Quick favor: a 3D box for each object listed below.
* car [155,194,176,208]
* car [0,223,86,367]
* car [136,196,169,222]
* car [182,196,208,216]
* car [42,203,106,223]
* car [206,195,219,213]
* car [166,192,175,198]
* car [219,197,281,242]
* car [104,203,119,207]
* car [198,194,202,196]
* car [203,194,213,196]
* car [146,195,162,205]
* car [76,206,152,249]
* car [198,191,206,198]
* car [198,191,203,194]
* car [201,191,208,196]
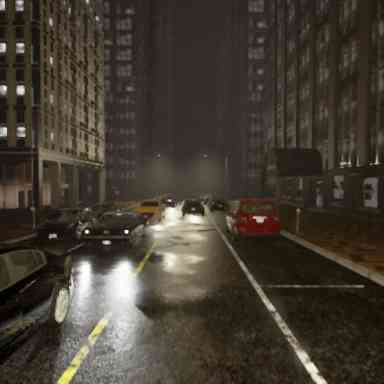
[{"bbox_3d":[-3.025,1.263,40.937,1.994,1.385,4.181,0,0,0],"label":"car"},{"bbox_3d":[-3.092,1.448,4.074,1.882,1.535,5.008,0,0,0],"label":"car"},{"bbox_3d":[-3.027,1.298,24.664,1.882,1.535,5.008,0,0,0],"label":"car"},{"bbox_3d":[0.100,1.350,29.385,1.994,1.385,4.181,0,0,0],"label":"car"},{"bbox_3d":[-5.843,1.450,16.145,1.947,1.339,4.313,-1,0,0],"label":"car"},{"bbox_3d":[2.671,1.324,33.106,1.947,1.339,4.313,-1,0,0],"label":"car"},{"bbox_3d":[-5.721,0.849,89.904,2.008,1.369,4.403,-1,0,0],"label":"car"},{"bbox_3d":[2.709,1.203,15.595,2.192,1.841,5.009,-1,0,0],"label":"car"},{"bbox_3d":[-5.674,1.408,21.819,1.947,1.339,4.313,-1,0,0],"label":"car"},{"bbox_3d":[0.062,1.268,45.072,1.895,1.301,4.718,0,0,0],"label":"car"},{"bbox_3d":[2.670,1.266,38.779,2.008,1.369,4.403,-1,0,0],"label":"car"},{"bbox_3d":[-5.680,1.194,50.187,1.947,1.339,4.313,-1,0,0],"label":"car"},{"bbox_3d":[-3.069,1.499,14.189,1.895,1.301,4.718,0,0,0],"label":"car"},{"bbox_3d":[2.656,0.614,89.846,2.192,1.841,5.009,-1,1,0],"label":"car"},{"bbox_3d":[2.662,0.930,67.150,1.967,1.590,4.097,-1,0,0],"label":"car"},{"bbox_3d":[2.666,1.069,50.127,1.967,1.590,4.097,-1,0,0],"label":"car"}]
